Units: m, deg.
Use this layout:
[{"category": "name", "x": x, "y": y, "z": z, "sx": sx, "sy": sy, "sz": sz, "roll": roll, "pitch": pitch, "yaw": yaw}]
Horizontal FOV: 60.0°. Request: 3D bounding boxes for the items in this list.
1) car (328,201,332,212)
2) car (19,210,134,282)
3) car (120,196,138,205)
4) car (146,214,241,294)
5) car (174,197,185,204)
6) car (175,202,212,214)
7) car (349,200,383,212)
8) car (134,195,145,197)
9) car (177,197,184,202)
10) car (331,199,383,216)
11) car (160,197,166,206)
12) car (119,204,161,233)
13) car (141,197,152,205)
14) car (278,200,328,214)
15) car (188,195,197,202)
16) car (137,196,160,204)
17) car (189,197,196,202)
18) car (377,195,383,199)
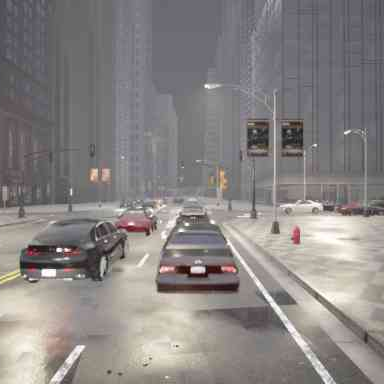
[{"category": "car", "x": 15.241, "y": 1.663, "z": 38.690, "sx": 4.313, "sy": 1.339, "sz": 1.947, "roll": 0, "pitch": 0, "yaw": -1}, {"category": "car", "x": -3.136, "y": 1.518, "z": 9.728, "sx": 1.837, "sy": 1.490, "sz": 4.892, "roll": 0, "pitch": 0, "yaw": 0}, {"category": "car", "x": -9.802, "y": 1.735, "z": 50.694, "sx": 1.837, "sy": 1.490, "sz": 4.892, "roll": 0, "pitch": 0, "yaw": -2}, {"category": "car", "x": 0.119, "y": 1.558, "z": 8.952, "sx": 2.033, "sy": 1.411, "sz": 5.357, "roll": 0, "pitch": 0, "yaw": 0}, {"category": "car", "x": -3.140, "y": 1.901, "z": 75.980, "sx": 1.882, "sy": 1.535, "sz": 5.008, "roll": 0, "pitch": 0, "yaw": 0}, {"category": "car", "x": 0.084, "y": 1.549, "z": 19.399, "sx": 1.837, "sy": 1.490, "sz": 4.892, "roll": 0, "pitch": 0, "yaw": 1}, {"category": "car", "x": 20.881, "y": 1.643, "z": 38.770, "sx": 4.313, "sy": 1.339, "sz": 1.947, "roll": 0, "pitch": 0, "yaw": -1}, {"category": "car", "x": -9.730, "y": 1.523, "z": 60.714, "sx": 2.150, "sy": 2.045, "sz": 5.566, "roll": 0, "pitch": 0, "yaw": 0}, {"category": "car", "x": -3.118, "y": 2.104, "z": 91.293, "sx": 1.994, "sy": 1.385, "sz": 4.181, "roll": 0, "pitch": 0, "yaw": 0}, {"category": "car", "x": 15.359, "y": 1.577, "z": 30.166, "sx": 4.206, "sy": 1.307, "sz": 1.802, "roll": 0, "pitch": 0, "yaw": -1}, {"category": "car", "x": -6.483, "y": 1.649, "z": 60.085, "sx": 2.097, "sy": 1.767, "sz": 4.553, "roll": 0, "pitch": 0, "yaw": 0}, {"category": "car", "x": -3.121, "y": 1.606, "z": 19.111, "sx": 1.994, "sy": 1.385, "sz": 4.181, "roll": 0, "pitch": 0, "yaw": 0}, {"category": "car", "x": -9.648, "y": 1.907, "z": 71.060, "sx": 1.812, "sy": 1.442, "sz": 4.674, "roll": 0, "pitch": 0, "yaw": 0}, {"category": "car", "x": 11.687, "y": 1.602, "z": 35.882, "sx": 4.674, "sy": 1.442, "sz": 1.812, "roll": 0, "pitch": -1, "yaw": -1}, {"category": "car", "x": 0.117, "y": 1.687, "z": 80.594, "sx": 2.150, "sy": 2.045, "sz": 5.566, "roll": 0, "pitch": 0, "yaw": 0}, {"category": "car", "x": -6.521, "y": 1.778, "z": 50.803, "sx": 2.033, "sy": 1.411, "sz": 5.357, "roll": 0, "pitch": 0, "yaw": 0}, {"category": "car", "x": 0.132, "y": 2.028, "z": 91.171, "sx": 1.882, "sy": 1.535, "sz": 5.008, "roll": 0, "pitch": 0, "yaw": 0}, {"category": "car", "x": 21.522, "y": 1.265, "z": 36.030, "sx": 5.566, "sy": 2.045, "sz": 2.150, "roll": 0, "pitch": -1, "yaw": -1}]
